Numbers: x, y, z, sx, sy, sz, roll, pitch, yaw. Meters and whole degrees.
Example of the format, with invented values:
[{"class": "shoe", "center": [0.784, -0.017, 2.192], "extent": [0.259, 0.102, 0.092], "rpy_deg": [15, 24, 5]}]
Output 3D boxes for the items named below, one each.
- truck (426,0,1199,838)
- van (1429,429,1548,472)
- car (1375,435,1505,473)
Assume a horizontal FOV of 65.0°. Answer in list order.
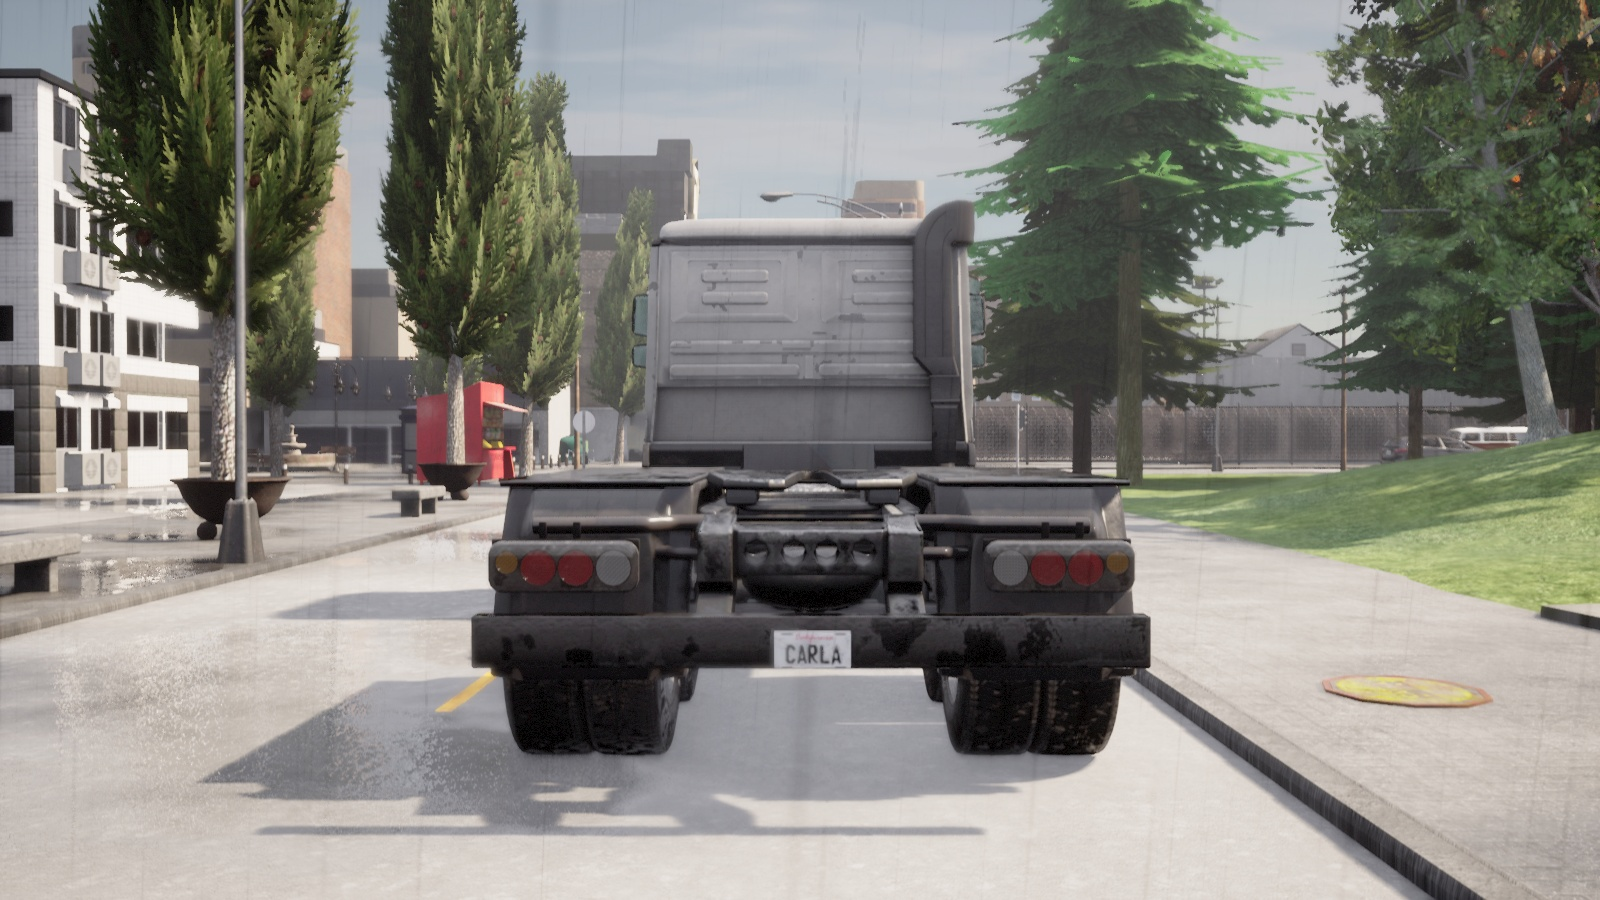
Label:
[{"class": "truck", "center": [0.066, -0.306, 8.677], "extent": [2.891, 3.462, 7.936], "rpy_deg": [0, 0, 0]}, {"class": "van", "center": [32.602, 0.013, 59.562], "extent": [4.480, 2.038, 2.069], "rpy_deg": [0, 0, 0]}, {"class": "car", "center": [28.257, 0.163, 55.582], "extent": [4.611, 1.667, 2.242], "rpy_deg": [0, 0, 0]}]
